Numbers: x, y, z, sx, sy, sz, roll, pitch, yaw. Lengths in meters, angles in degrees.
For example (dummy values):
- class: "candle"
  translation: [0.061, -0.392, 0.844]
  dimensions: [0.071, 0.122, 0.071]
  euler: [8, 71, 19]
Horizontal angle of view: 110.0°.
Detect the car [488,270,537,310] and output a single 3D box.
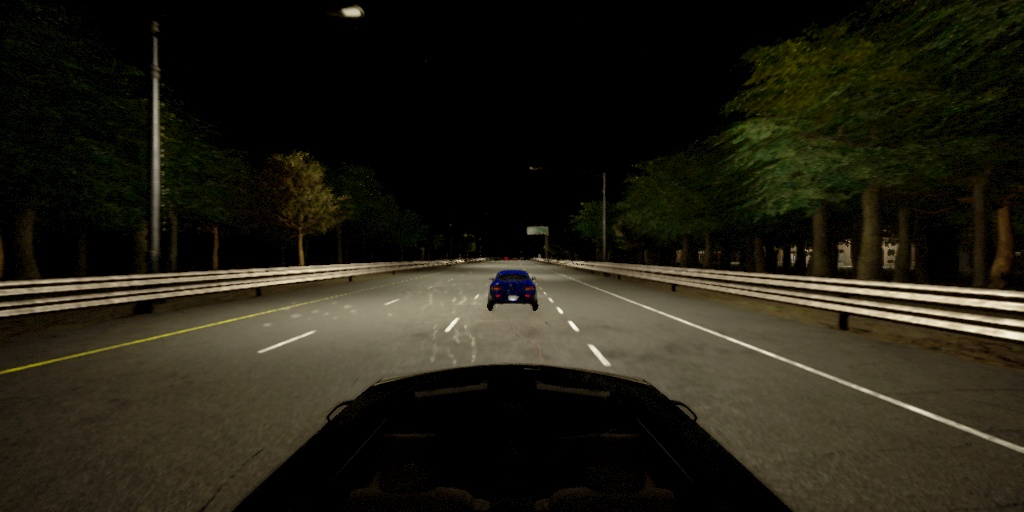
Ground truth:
- class: "car"
  translation: [0.028, 1.282, 14.709]
  dimensions: [1.812, 1.442, 4.674]
  euler: [0, 0, 0]
